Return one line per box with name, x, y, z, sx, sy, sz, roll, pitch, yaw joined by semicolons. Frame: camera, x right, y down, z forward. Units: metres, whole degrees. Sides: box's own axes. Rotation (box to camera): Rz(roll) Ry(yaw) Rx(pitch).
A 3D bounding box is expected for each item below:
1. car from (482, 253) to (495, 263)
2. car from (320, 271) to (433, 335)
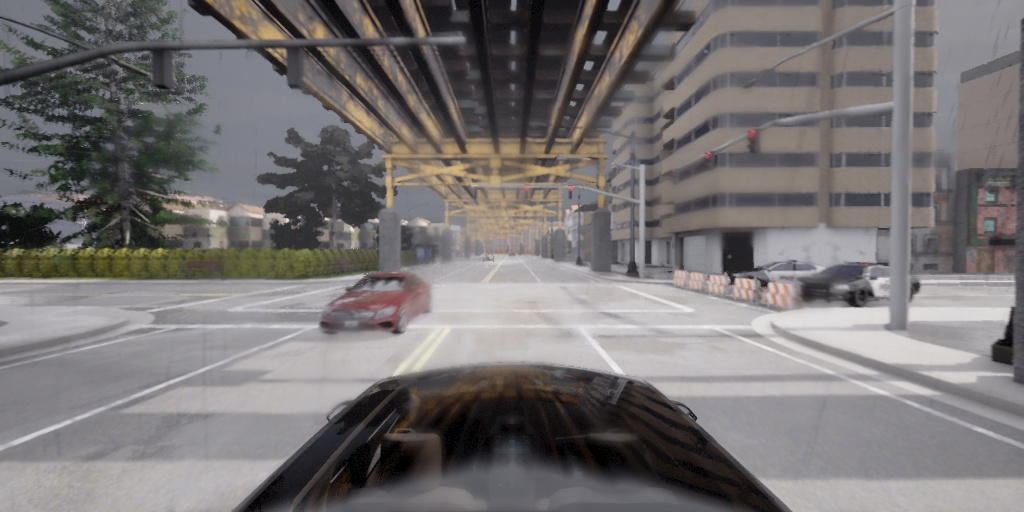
car;-3.494;0.273;54.506;2.033;1.411;5.357;0;1;0
car;-3.487;1.180;10.129;1.812;1.442;4.674;0;1;0
